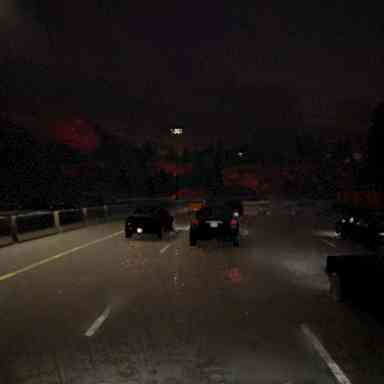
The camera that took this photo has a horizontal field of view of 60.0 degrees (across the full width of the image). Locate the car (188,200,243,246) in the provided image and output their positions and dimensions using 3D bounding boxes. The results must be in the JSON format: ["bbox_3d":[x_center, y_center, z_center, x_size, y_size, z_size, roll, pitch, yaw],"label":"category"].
[{"bbox_3d":[1.129,1.380,15.734,2.097,1.767,4.553,0,0,6],"label":"car"}]

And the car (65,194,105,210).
[{"bbox_3d":[-12.380,1.261,40.249,2.150,2.045,5.566,0,0,14],"label":"car"}]

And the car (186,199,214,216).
[{"bbox_3d":[0.931,1.537,34.887,1.882,1.535,5.008,0,0,13],"label":"car"}]

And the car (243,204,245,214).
[{"bbox_3d":[4.204,1.569,33.553,1.837,1.490,4.892,0,0,13],"label":"car"}]

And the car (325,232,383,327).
[{"bbox_3d":[3.793,1.618,5.269,1.895,1.301,4.718,0,0,2],"label":"car"}]

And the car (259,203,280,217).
[{"bbox_3d":[7.427,1.669,32.083,1.895,1.301,4.718,0,0,13],"label":"car"}]

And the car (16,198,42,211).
[{"bbox_3d":[-19.365,1.519,41.052,2.128,1.511,4.902,0,0,14],"label":"car"}]

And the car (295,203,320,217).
[{"bbox_3d":[11.050,1.677,32.192,1.895,1.301,4.718,0,0,13],"label":"car"}]

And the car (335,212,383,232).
[{"bbox_3d":[7.975,1.588,14.557,2.033,1.411,5.357,0,0,6],"label":"car"}]

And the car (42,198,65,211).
[{"bbox_3d":[-15.769,1.541,40.988,1.837,1.490,4.892,0,-1,15],"label":"car"}]

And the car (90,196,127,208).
[{"bbox_3d":[-9.206,1.536,38.417,2.128,1.511,4.902,0,0,14],"label":"car"}]

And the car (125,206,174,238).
[{"bbox_3d":[-2.158,1.530,17.834,1.837,1.490,4.892,0,0,7],"label":"car"}]
